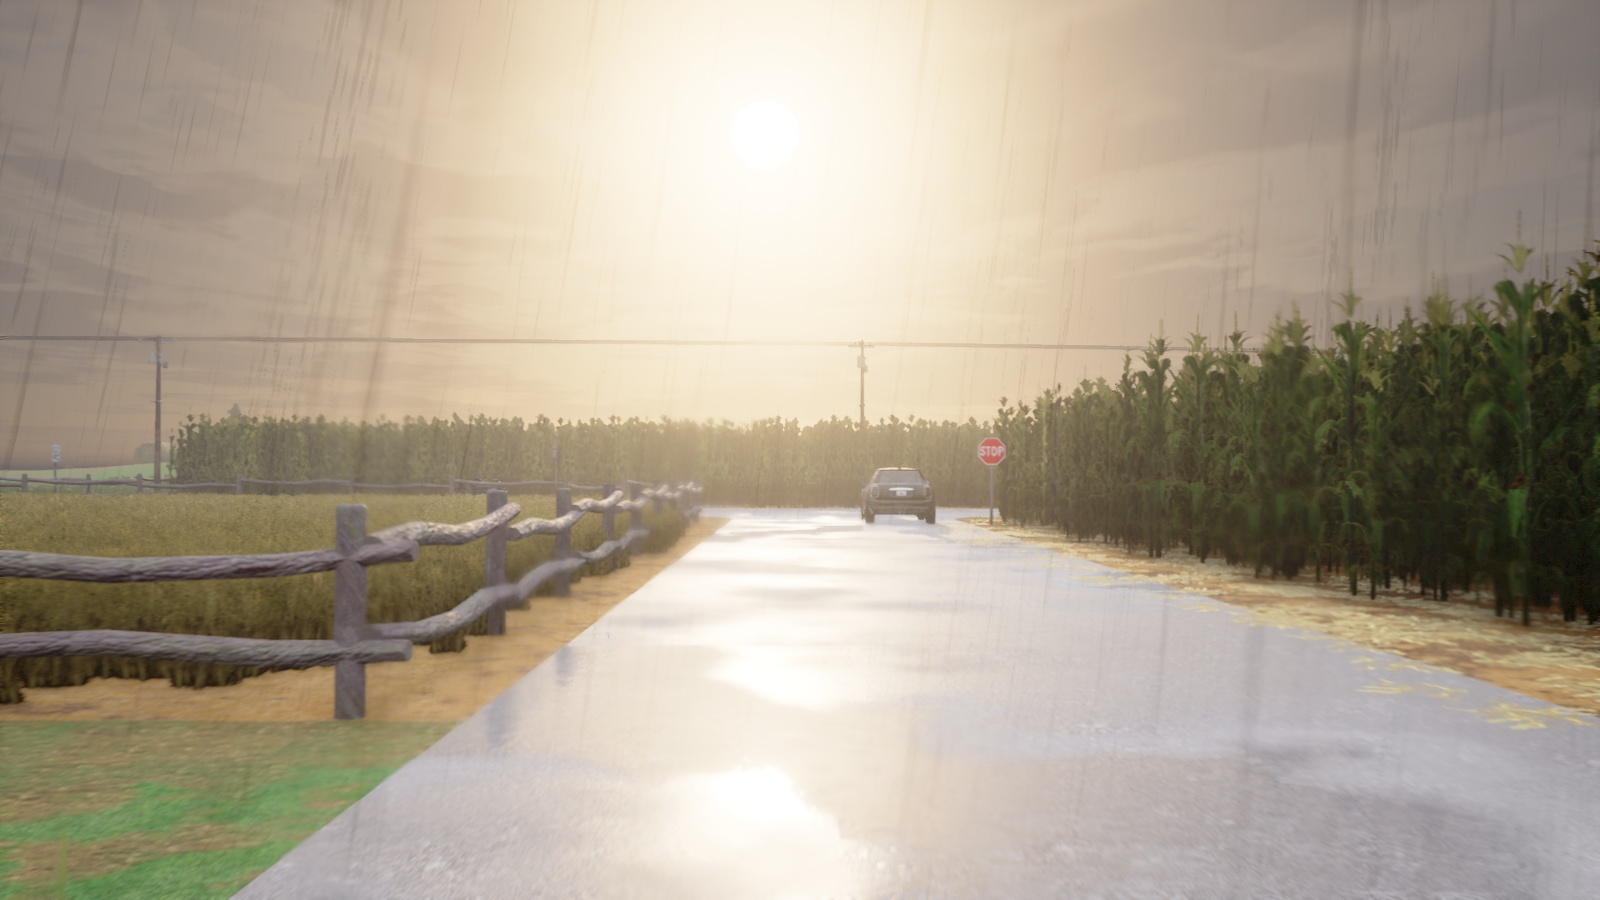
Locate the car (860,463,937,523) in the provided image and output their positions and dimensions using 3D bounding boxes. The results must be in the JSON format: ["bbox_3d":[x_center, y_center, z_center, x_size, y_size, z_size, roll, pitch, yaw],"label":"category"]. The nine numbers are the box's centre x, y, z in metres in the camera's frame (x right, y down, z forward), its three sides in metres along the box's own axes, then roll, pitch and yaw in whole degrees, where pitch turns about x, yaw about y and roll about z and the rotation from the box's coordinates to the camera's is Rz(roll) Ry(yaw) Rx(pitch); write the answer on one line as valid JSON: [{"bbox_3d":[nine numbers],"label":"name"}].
[{"bbox_3d":[3.027,1.321,39.431,2.097,1.767,4.553,0,-1,1],"label":"car"}]

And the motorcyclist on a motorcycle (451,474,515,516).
[{"bbox_3d":[-11.907,1.687,47.208,2.191,1.530,0.866,0,-1,0],"label":"motorcyclist on a motorcycle"}]
